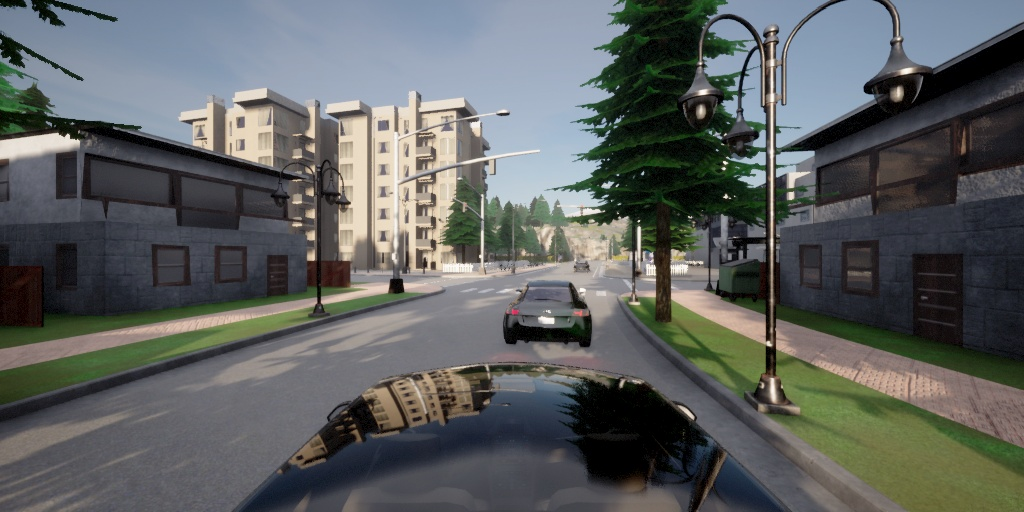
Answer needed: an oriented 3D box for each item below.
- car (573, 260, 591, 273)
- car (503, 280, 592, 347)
[{"bbox_3d":[8.778,1.276,44.965,2.128,1.511,4.902,0,0,14],"label":"car"},{"bbox_3d":[1.005,1.314,9.431,1.994,1.385,4.181,0,0,8],"label":"car"}]
